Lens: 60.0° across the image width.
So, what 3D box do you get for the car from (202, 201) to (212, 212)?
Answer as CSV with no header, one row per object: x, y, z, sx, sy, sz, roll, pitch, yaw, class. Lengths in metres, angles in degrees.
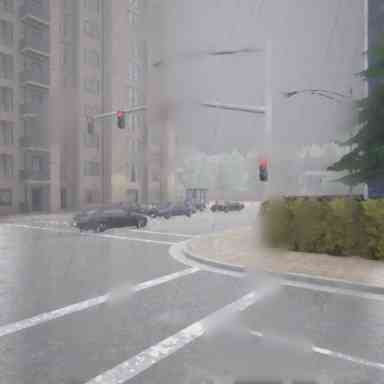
-0.325,1.491,37.250,2.128,1.511,4.902,0,0,36,car

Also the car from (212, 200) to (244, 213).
3.974,1.601,37.201,1.895,1.301,4.718,0,0,36,car

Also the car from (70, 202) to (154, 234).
-4.728,1.526,19.398,1.812,1.442,4.674,0,0,41,car

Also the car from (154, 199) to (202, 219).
-1.680,1.547,29.459,2.033,1.411,5.357,0,0,36,car
